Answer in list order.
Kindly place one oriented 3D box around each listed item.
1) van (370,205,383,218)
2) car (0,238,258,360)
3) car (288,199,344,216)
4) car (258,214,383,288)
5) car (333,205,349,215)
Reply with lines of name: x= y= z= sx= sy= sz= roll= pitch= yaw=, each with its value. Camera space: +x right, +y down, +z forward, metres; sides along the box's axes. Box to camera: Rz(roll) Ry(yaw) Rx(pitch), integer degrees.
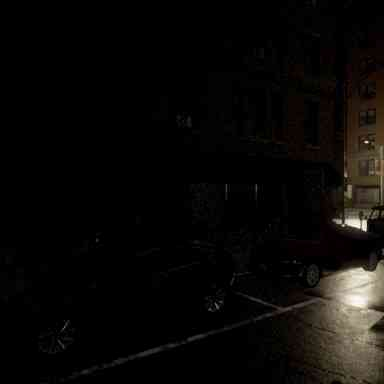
van: x=8.145 y=1.338 z=12.500 sx=3.998 sy=1.788 sz=1.690 roll=0 pitch=0 yaw=-35
car: x=-1.099 y=1.566 z=5.967 sx=4.313 sy=1.339 sz=1.947 roll=0 pitch=0 yaw=-35
car: x=12.201 y=1.474 z=32.965 sx=1.882 sy=1.535 sz=5.008 roll=0 pitch=0 yaw=-36
car: x=3.522 y=1.544 z=9.234 sx=4.507 sy=1.381 sz=1.887 roll=0 pitch=0 yaw=-35
car: x=11.049 y=1.585 z=29.020 sx=1.895 sy=1.301 sz=4.718 roll=0 pitch=0 yaw=-36
